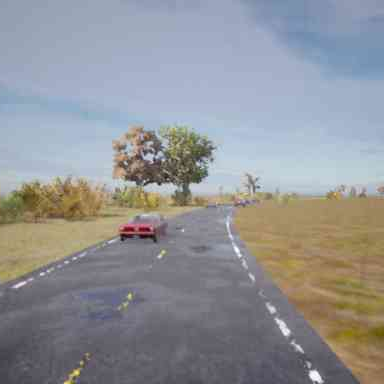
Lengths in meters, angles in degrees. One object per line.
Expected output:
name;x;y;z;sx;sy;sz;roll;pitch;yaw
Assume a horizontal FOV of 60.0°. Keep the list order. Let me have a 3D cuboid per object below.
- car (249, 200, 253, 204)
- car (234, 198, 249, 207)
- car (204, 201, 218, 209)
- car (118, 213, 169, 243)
car;14.205;2.456;88.249;1.837;1.490;4.892;0;-1;18
car;10.219;2.241;70.726;2.097;1.767;4.553;0;-1;15
car;3.375;2.310;59.430;1.994;1.385;4.181;0;-1;12
car;-2.457;1.825;17.740;1.895;1.301;4.718;0;-1;4
